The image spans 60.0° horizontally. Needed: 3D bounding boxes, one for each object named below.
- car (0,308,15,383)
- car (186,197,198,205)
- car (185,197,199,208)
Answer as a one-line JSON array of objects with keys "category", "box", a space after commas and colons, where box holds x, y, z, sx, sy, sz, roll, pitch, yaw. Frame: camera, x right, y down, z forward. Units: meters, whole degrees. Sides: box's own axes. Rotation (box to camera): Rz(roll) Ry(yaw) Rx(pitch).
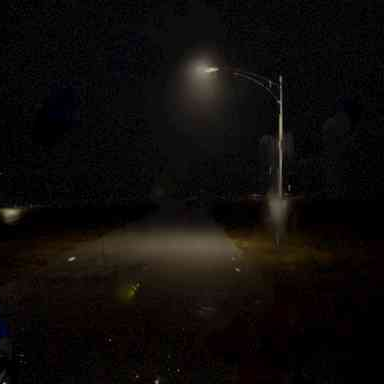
[{"category": "car", "box": [-2.842, 1.363, 1.452, 2.097, 1.767, 4.553, 0, 0, 0]}, {"category": "car", "box": [-0.003, 1.521, 56.914, 1.994, 1.385, 4.181, 0, 0, 0]}, {"category": "car", "box": [-0.003, 1.442, 46.456, 1.882, 1.535, 5.008, 0, 0, 0]}]
